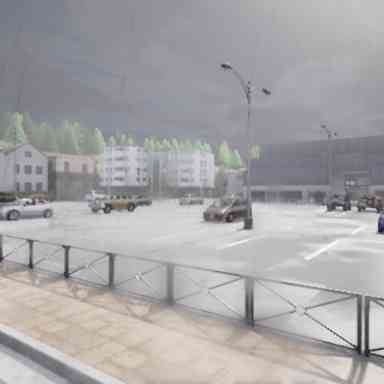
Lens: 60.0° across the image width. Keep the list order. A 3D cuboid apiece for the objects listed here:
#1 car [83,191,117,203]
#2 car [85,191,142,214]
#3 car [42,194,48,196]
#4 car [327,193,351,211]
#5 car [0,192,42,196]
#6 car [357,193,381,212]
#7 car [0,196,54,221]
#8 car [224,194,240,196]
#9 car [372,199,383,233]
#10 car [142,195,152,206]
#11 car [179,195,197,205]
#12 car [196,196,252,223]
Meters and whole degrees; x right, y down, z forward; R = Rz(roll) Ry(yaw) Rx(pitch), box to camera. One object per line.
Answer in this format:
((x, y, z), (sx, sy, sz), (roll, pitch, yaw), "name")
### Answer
((-15.782, 0.785, 57.321), (2.150, 2.045, 5.566), (0, 0, 35), "car")
((-7.200, 0.972, 30.761), (1.932, 1.855, 4.605), (0, 0, 35), "car")
((-24.167, 1.022, 51.576), (1.882, 1.535, 5.008), (0, 0, 35), "car")
((15.847, 1.037, 35.751), (1.905, 1.878, 3.866), (0, 0, 35), "car")
((-14.427, 0.934, 26.236), (1.905, 1.878, 3.866), (0, 0, 35), "car")
((18.457, 1.073, 34.409), (1.932, 1.855, 4.605), (0, 0, 35), "car")
((-12.068, 1.236, 23.818), (1.970, 1.475, 3.806), (0, 0, 35), "car")
((5.401, 1.046, 43.140), (2.152, 1.636, 5.027), (0, 0, 35), "car")
((10.690, 1.314, 17.181), (1.845, 1.501, 3.633), (0, 0, 35), "car")
((-7.086, 1.136, 42.943), (2.007, 1.523, 4.514), (0, 0, 35), "car")
((-0.025, 1.090, 46.582), (1.970, 1.475, 3.806), (0, 0, 35), "car")
((2.557, 1.239, 22.987), (2.007, 1.523, 4.514), (0, 0, 35), "car")
